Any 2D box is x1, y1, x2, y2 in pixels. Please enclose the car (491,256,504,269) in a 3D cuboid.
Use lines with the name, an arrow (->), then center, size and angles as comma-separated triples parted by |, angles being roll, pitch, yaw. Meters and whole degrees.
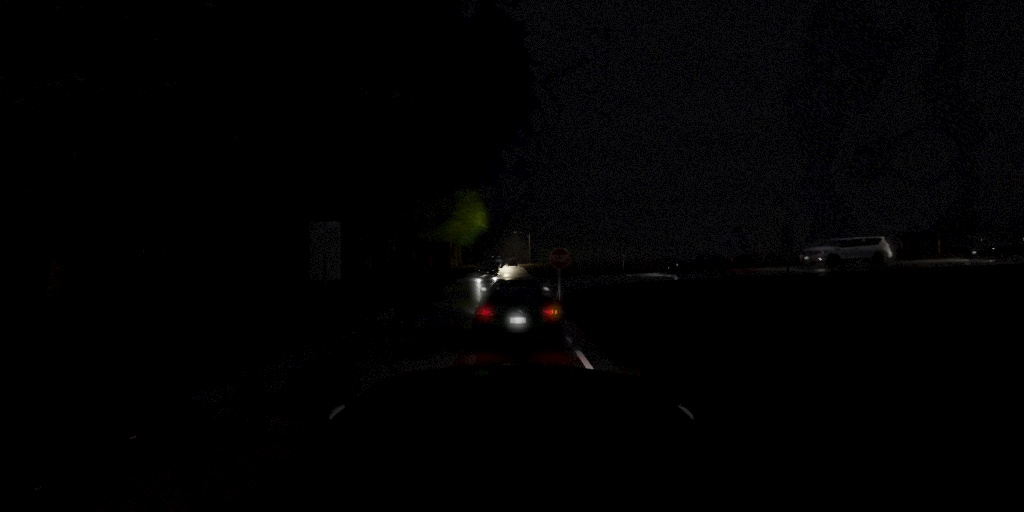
car -> -2.677, 1.024, 59.562 | 2.150, 2.045, 5.566 | 0, 0, 1

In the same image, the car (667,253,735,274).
car -> 14.046, 0.504, 26.814 | 4.674, 1.442, 1.812 | -3, 1, 1

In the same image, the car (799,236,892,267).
car -> 24.726, -0.328, 26.683 | 5.566, 2.045, 2.150 | -3, 1, 1

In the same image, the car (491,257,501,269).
car -> -2.750, 1.257, 46.189 | 1.882, 1.535, 5.008 | 0, 0, 0

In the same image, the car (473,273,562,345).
car -> 0.093, 1.313, 9.496 | 1.994, 1.385, 4.181 | 0, 0, -1

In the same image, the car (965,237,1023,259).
car -> 36.715, -0.636, 26.536 | 4.902, 1.511, 2.128 | -3, 1, 1

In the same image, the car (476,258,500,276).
car -> -2.415, 1.267, 34.991 | 1.837, 1.490, 4.892 | 0, 0, -5
